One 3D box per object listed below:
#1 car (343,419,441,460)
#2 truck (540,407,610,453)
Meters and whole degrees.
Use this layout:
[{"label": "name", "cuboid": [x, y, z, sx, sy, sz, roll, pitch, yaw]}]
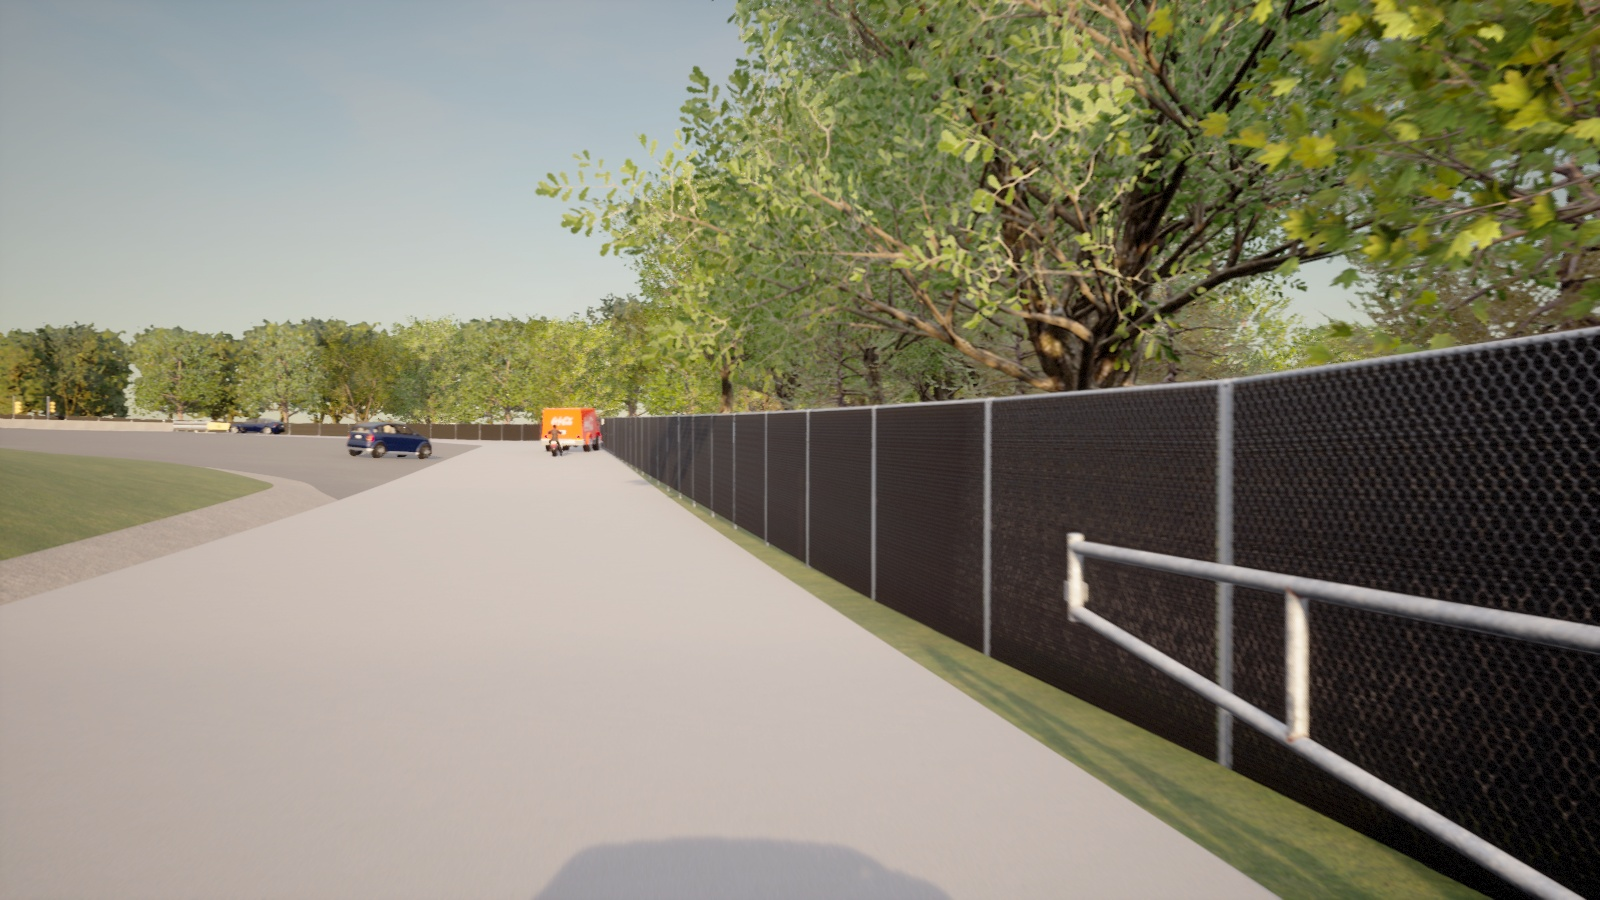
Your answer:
[{"label": "car", "cuboid": [-17.814, -0.437, 54.961, 1.789, 1.549, 3.705, 4, 1, 32]}, {"label": "truck", "cuboid": [-12.717, -1.176, 71.351, 2.627, 2.467, 5.204, 0, 2, 5]}]
